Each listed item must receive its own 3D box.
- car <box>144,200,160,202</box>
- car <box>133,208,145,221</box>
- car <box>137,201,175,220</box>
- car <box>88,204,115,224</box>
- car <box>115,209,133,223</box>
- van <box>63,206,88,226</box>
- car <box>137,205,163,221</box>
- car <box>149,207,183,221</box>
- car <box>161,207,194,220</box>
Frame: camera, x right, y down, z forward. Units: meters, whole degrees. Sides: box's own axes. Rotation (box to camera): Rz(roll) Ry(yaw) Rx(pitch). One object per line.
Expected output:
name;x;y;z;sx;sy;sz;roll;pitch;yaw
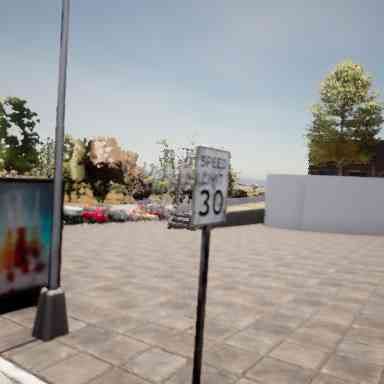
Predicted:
car;-7.637;2.727;71.693;1.812;1.442;4.674;6;2;36
car;-9.433;3.191;45.609;4.674;1.452;2.002;6;2;16
car;-5.867;3.075;50.463;5.566;2.045;2.435;6;2;16
car;-12.963;2.726;40.730;5.566;2.045;2.435;6;2;16
car;-11.137;2.818;43.155;5.566;2.045;2.435;6;2;16
van;-14.826;2.656;38.331;4.442;1.987;1.878;6;2;16
car;-7.492;3.252;47.990;5.366;1.575;1.946;6;2;16
car;-4.142;3.440;52.911;4.792;1.488;2.163;6;2;16
car;-2.415;3.498;55.344;4.892;1.521;2.231;6;2;16
